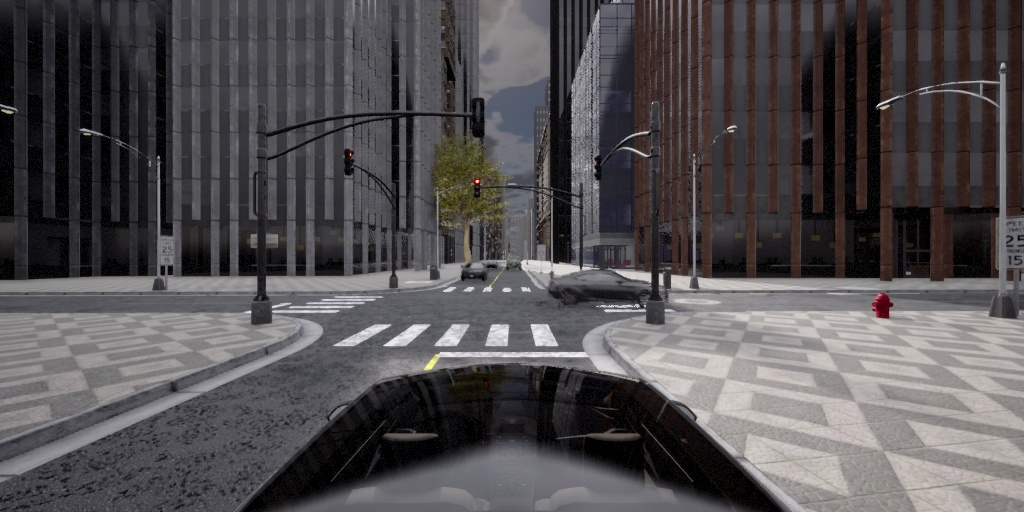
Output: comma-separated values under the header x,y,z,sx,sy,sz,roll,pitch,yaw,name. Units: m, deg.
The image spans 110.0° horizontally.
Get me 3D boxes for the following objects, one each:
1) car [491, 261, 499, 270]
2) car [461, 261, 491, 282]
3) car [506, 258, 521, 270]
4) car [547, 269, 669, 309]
x,y,z,sx,sy,sz,roll,pitch,yaw,name
-2.913,1.354,51.986,1.895,1.301,4.718,0,0,0,car
-3.008,1.229,29.387,1.882,1.535,5.008,0,0,0,car
0.267,1.105,51.949,2.097,1.767,4.553,0,0,0,car
3.749,1.263,14.428,4.674,1.442,1.812,0,1,18,car
